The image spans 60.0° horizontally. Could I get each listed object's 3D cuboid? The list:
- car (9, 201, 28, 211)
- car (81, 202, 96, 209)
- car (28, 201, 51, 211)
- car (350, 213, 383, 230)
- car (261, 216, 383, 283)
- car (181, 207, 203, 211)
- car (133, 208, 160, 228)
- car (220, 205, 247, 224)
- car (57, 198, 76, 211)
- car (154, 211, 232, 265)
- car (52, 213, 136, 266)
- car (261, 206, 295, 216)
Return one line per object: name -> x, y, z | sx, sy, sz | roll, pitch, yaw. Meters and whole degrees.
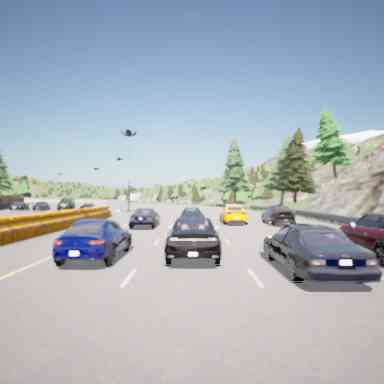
car -> -27.222, 2.220, 52.529 | 2.128, 1.511, 4.902 | 0, -1, -10
car -> -16.940, 2.322, 54.589 | 1.994, 1.385, 4.181 | 0, -1, -10
car -> -23.627, 2.231, 52.297 | 1.837, 1.490, 4.892 | 0, -1, -10
car -> 7.050, 1.523, 12.184 | 2.097, 1.767, 4.553 | 0, -1, 1
car -> 3.530, 1.690, 10.091 | 2.033, 1.411, 5.357 | 0, -1, 1
car -> -0.020, 1.948, 27.444 | 1.994, 1.385, 4.181 | 0, -1, 0
car -> -3.500, 1.898, 25.096 | 2.033, 1.411, 5.357 | 0, -1, 0
car -> 3.464, 1.875, 28.456 | 1.882, 1.535, 5.008 | 0, 0, -1
car -> -20.437, 1.977, 54.494 | 2.150, 2.045, 5.566 | 0, -1, -10
car -> 0.051, 1.664, 12.267 | 2.128, 1.511, 4.902 | 0, -1, 1
car -> -3.451, 1.696, 12.095 | 1.812, 1.442, 4.674 | 0, -1, 0
car -> 6.981, 1.888, 27.305 | 1.837, 1.490, 4.892 | 0, 0, 0
